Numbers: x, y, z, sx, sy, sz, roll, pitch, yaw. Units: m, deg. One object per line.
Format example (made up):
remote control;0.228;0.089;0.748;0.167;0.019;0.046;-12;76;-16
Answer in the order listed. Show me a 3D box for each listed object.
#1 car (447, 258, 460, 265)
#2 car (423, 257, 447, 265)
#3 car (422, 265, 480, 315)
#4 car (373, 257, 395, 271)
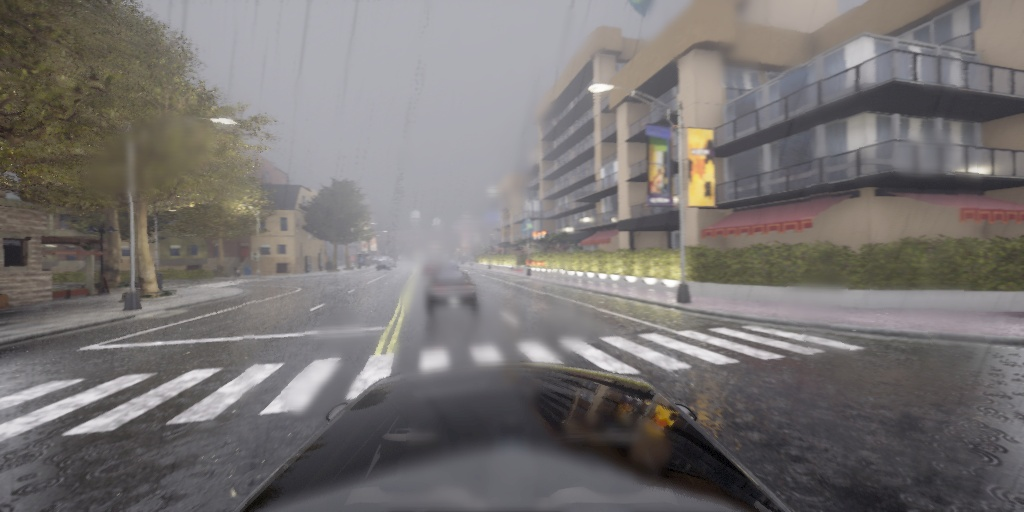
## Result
car;-8.772;1.462;53.832;2.033;1.411;5.357;-1;0;-13
car;-8.283;1.258;37.625;2.097;1.767;4.553;-1;0;-14
car;-2.443;1.287;14.054;2.128;1.511;4.902;-1;0;-13
car;-20.775;1.495;58.182;2.097;1.767;4.553;-1;0;-13
